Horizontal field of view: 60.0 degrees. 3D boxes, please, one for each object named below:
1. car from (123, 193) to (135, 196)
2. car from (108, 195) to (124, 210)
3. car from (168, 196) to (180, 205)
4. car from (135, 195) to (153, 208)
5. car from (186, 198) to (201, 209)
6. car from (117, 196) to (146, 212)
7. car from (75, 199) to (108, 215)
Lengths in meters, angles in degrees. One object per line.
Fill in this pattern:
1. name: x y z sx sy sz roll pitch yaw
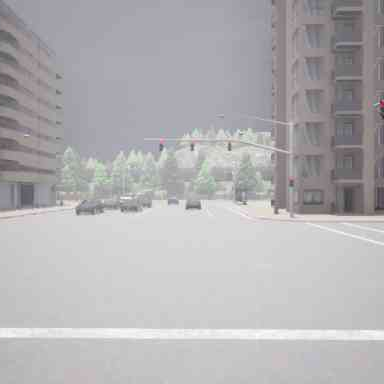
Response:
1. car: -10.435 1.221 54.451 2.150 2.045 5.566 0 0 1
2. car: -10.486 1.526 43.754 1.812 1.442 4.674 0 0 0
3. car: -3.369 1.526 60.049 1.812 1.442 4.674 0 0 0
4. car: -6.952 1.564 48.634 1.994 1.385 4.181 0 0 1
5. car: 0.195 1.564 45.284 1.994 1.385 4.181 0 0 0
6. car: -6.988 1.505 38.691 1.837 1.490 4.892 0 0 0
7. car: -10.511 1.505 34.503 1.837 1.490 4.892 0 0 0
